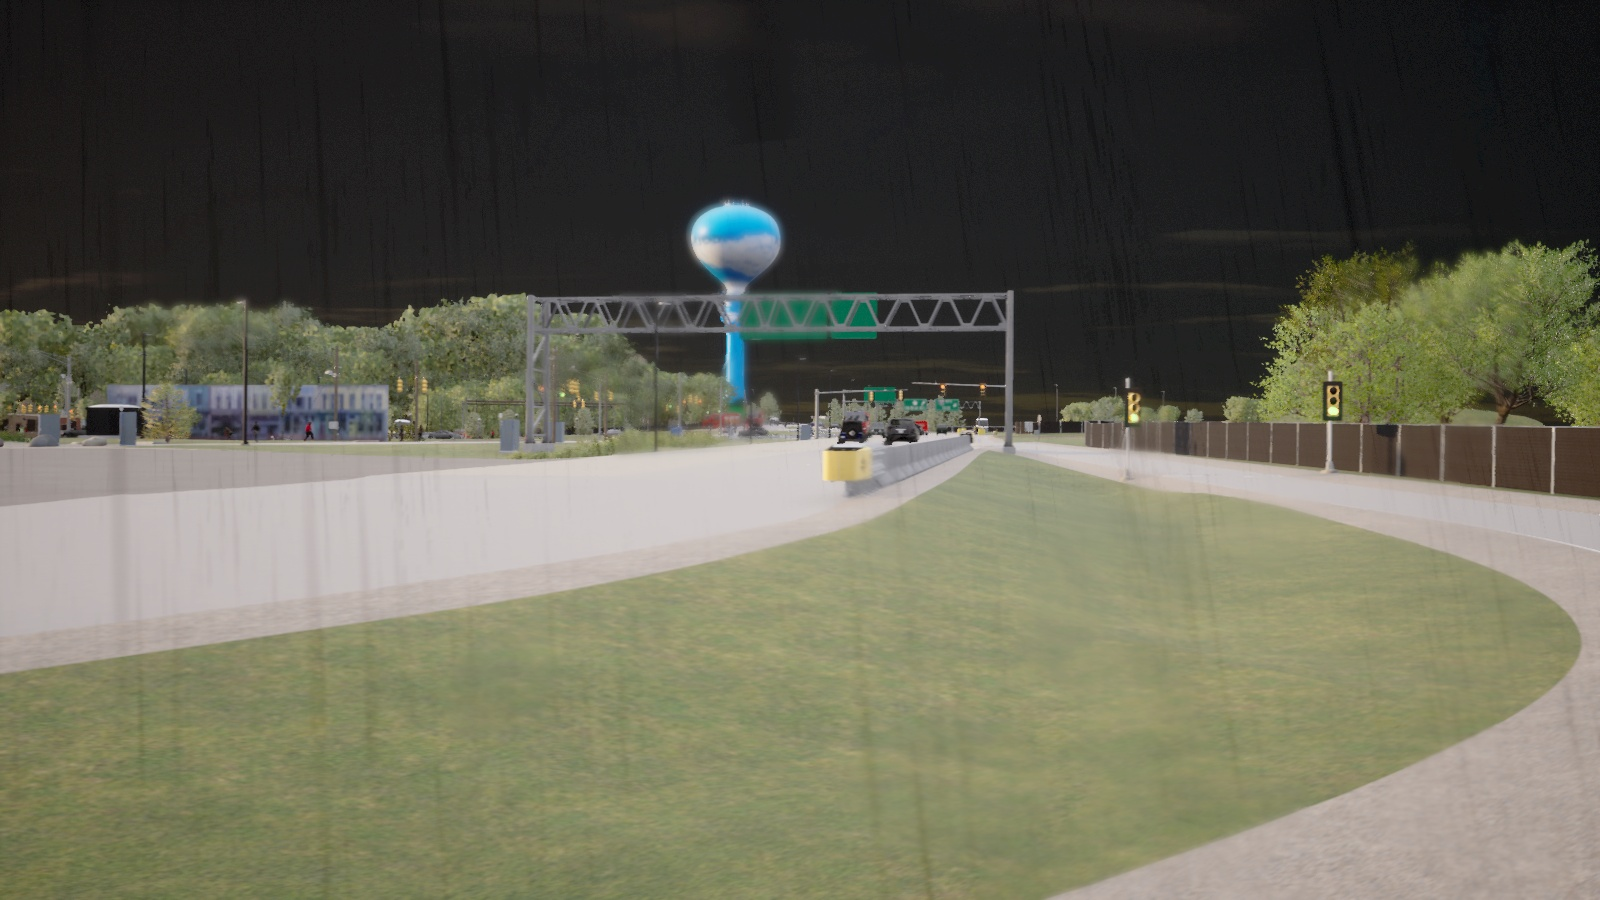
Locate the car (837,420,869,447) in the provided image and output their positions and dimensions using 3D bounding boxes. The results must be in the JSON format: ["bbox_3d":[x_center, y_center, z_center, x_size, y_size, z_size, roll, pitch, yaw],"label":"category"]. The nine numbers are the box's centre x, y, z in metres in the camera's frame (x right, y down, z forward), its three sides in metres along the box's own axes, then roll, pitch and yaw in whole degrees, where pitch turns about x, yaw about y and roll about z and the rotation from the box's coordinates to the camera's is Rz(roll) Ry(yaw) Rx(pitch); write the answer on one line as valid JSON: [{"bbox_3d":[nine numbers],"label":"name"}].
[{"bbox_3d":[3.714,-1.151,88.078,1.905,1.878,3.866,0,1,8],"label":"car"}]

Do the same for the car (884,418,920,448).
[{"bbox_3d":[7.093,-1.205,86.949,2.150,2.045,5.566,0,1,8],"label":"car"}]
